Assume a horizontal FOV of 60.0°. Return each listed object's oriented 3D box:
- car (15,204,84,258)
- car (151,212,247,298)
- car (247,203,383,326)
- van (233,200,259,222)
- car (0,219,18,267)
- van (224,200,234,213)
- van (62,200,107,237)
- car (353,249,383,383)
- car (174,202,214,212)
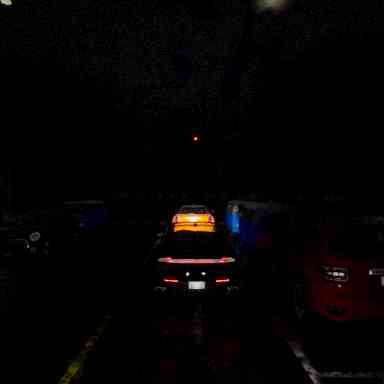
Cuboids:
[{"bbox_3d":[-5.787,1.441,12.408,1.967,1.590,4.097,0,0,0],"label":"car"},{"bbox_3d":[0.086,1.492,8.508,2.128,1.511,4.902,0,0,0],"label":"car"},{"bbox_3d":[2.749,1.315,6.988,2.192,1.841,5.009,0,0,0],"label":"car"},{"bbox_3d":[2.738,1.342,12.425,1.690,1.788,3.998,0,0,0],"label":"van"},{"bbox_3d":[-5.776,1.525,6.801,1.752,1.417,4.829,0,0,0],"label":"car"},{"bbox_3d":[2.727,1.342,17.863,1.690,1.788,3.998,0,0,0],"label":"van"},{"bbox_3d":[-5.798,1.342,17.846,1.690,1.788,3.998,0,0,0],"label":"van"},{"bbox_3d":[2.760,1.440,1.550,1.967,1.590,4.097,0,0,0],"label":"car"},{"bbox_3d":[0.104,1.353,17.558,2.097,1.767,4.553,0,0,1],"label":"car"}]
